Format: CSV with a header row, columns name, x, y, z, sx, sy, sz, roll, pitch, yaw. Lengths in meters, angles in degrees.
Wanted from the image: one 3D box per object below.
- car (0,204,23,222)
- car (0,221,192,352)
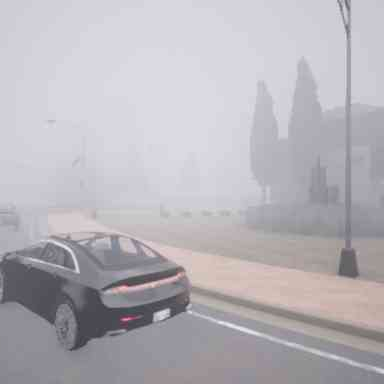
name,x,y,z,sx,sy,sz,roll,pitch,yaw
car,-11.845,1.530,20.927,2.128,1.511,4.902,0,0,-26
car,-2.172,1.512,6.330,4.902,1.511,2.128,0,0,44
